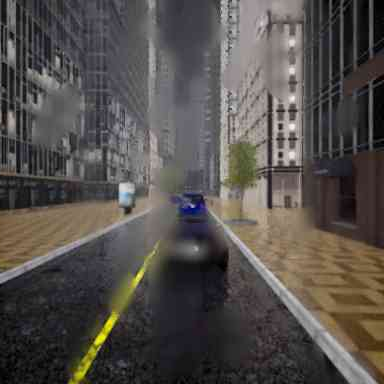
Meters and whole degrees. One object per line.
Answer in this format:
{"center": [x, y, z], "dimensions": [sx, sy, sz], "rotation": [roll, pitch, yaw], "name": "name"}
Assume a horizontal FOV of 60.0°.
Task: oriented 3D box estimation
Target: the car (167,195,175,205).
{"center": [-2.813, 1.259, 52.360], "dimensions": [1.882, 1.535, 5.008], "rotation": [0, 0, 0], "name": "car"}

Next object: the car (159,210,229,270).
{"center": [0.062, 1.502, 10.835], "dimensions": [1.994, 1.385, 4.181], "rotation": [0, 0, 0], "name": "car"}

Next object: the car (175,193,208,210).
{"center": [0.068, 1.097, 26.677], "dimensions": [2.150, 2.045, 5.566], "rotation": [0, 0, 0], "name": "car"}
